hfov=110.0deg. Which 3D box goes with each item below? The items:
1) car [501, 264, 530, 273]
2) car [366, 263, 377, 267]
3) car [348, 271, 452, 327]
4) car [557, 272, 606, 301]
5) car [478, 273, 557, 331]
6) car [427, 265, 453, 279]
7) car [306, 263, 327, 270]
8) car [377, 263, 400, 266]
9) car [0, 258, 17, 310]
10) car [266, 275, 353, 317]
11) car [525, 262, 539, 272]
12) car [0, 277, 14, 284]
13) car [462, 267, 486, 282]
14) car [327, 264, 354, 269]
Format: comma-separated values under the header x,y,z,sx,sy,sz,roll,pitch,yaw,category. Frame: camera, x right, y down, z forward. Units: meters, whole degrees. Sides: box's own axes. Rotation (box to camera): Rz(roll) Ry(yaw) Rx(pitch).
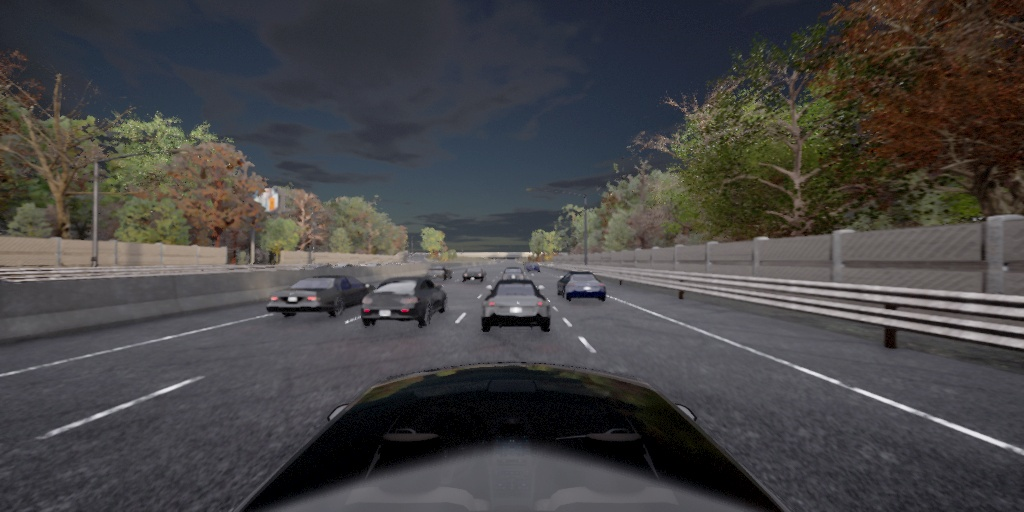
x,y,z,sx,sy,sz,roll,pitch,yaw,category
0.103,1.596,28.790,2.033,1.411,5.357,0,-1,0,car
-21.036,1.868,54.532,1.812,1.442,4.674,0,-1,1,car
-3.397,1.387,11.894,1.812,1.442,4.674,0,-1,0,car
3.502,1.499,18.684,1.994,1.385,4.181,0,-1,0,car
0.104,1.421,11.480,1.994,1.385,4.181,0,-1,0,car
-6.894,1.604,34.497,2.128,1.511,4.902,0,-1,0,car
-28.040,1.807,52.248,2.128,1.511,4.902,0,-1,1,car
-17.546,1.812,52.772,2.128,1.511,4.902,0,-1,0,car
-21.099,1.083,11.717,2.150,2.045,5.566,0,-1,0,car
-6.898,1.430,13.778,2.033,1.411,5.357,0,-1,0,car
3.510,1.771,61.287,2.097,1.767,4.553,0,-1,0,car
-17.599,1.400,10.995,2.033,1.411,5.357,0,-1,0,car
-3.392,1.699,33.197,1.895,1.301,4.718,0,-1,0,car
-24.543,1.843,52.351,1.812,1.442,4.674,0,-1,0,car
